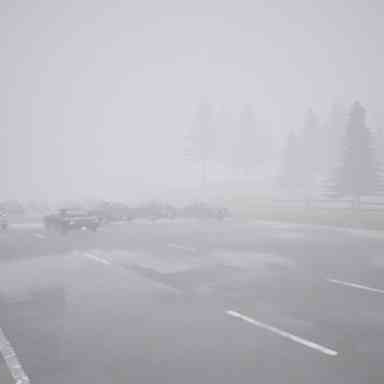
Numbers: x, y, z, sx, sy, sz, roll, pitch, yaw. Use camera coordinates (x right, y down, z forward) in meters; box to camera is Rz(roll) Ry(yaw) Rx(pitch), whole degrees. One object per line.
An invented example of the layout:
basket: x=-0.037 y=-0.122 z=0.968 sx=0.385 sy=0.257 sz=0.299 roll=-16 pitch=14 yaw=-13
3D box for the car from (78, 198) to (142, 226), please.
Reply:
car: x=-5.805 y=1.450 z=23.129 sx=2.128 sy=1.511 sz=4.902 roll=0 pitch=0 yaw=-38

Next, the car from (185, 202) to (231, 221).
car: x=0.686 y=1.464 z=26.195 sx=2.033 sy=1.411 sz=5.357 roll=0 pitch=0 yaw=-38

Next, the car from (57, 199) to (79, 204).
car: x=-14.960 y=1.554 z=40.499 sx=1.895 sy=1.301 sz=4.718 roll=0 pitch=0 yaw=-38

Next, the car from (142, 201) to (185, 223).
car: x=-3.049 y=1.430 z=25.287 sx=2.128 sy=1.511 sz=4.902 roll=0 pitch=0 yaw=-38

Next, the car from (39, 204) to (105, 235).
car: x=-6.955 y=1.578 z=18.923 sx=1.895 sy=1.301 sz=4.718 roll=0 pitch=0 yaw=-38

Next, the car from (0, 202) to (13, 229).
car: x=-12.750 y=1.527 z=20.623 sx=1.812 sy=1.442 sz=4.674 roll=0 pitch=0 yaw=-38

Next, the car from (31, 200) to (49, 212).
car: x=-17.716 y=1.575 z=38.337 sx=1.895 sy=1.301 sz=4.718 roll=0 pitch=0 yaw=-38

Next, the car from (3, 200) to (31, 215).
car: x=-18.008 y=1.538 z=33.034 sx=2.033 sy=1.411 sz=5.357 roll=0 pitch=0 yaw=-38

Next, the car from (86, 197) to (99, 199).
car: x=-13.118 y=1.439 z=43.819 sx=1.837 sy=1.490 sz=4.892 roll=0 pitch=0 yaw=-38
